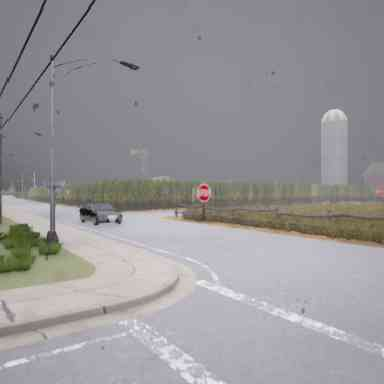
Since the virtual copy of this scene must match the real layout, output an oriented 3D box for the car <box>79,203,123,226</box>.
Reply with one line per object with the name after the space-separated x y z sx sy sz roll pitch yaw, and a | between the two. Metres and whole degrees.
-6.517 1.517 23.492 2.128 1.511 4.902 0 0 -35 | car
